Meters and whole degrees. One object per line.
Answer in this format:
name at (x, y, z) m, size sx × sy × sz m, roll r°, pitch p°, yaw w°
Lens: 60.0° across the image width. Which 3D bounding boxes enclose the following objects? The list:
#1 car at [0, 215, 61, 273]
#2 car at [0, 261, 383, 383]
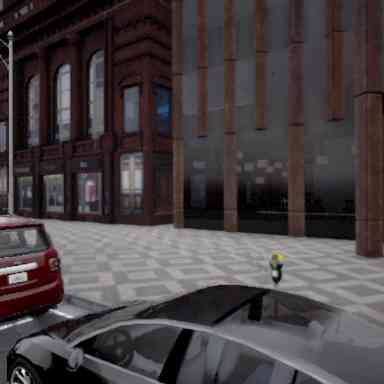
car at (-4.507, 1.368, 6.304) m, size 5.009 × 1.841 × 2.192 m, roll -1°, pitch 0°, yaw 36°
car at (0.082, 1.578, 3.022) m, size 4.313 × 1.339 × 1.947 m, roll -1°, pitch 0°, yaw 36°
